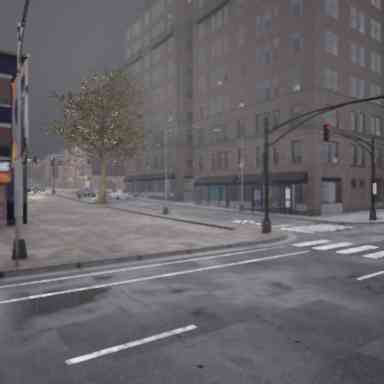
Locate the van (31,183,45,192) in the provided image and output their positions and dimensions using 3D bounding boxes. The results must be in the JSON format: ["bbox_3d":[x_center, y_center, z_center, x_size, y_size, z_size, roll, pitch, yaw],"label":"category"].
[{"bbox_3d":[-33.252,-0.949,72.509,1.690,1.788,3.998,2,1,-35],"label":"van"}]

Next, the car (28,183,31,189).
[{"bbox_3d":[-35.183,-0.833,75.216,2.008,1.369,4.403,2,1,-35],"label":"car"}]

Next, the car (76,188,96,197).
[{"bbox_3d":[-17.466,0.036,54.755,2.033,1.411,5.357,0,3,-35],"label":"car"}]

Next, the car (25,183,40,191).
[{"bbox_3d":[-38.060,-1.208,79.276,2.192,1.841,5.009,2,1,-35],"label":"car"}]

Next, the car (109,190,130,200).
[{"bbox_3d":[-10.919,0.403,50.298,1.812,1.442,4.674,0,3,-35],"label":"car"}]
